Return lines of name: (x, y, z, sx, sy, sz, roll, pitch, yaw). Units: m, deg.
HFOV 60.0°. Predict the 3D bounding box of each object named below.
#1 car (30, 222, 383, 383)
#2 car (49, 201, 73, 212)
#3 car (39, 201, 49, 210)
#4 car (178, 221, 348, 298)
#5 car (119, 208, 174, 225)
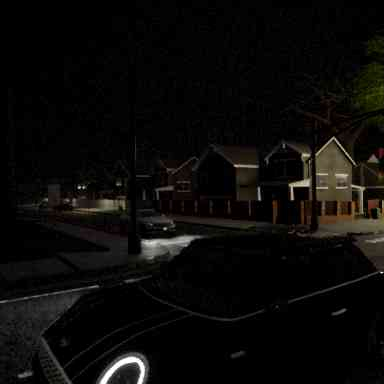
car: (0.570, 1.351, 4.078, 4.553, 1.767, 2.097, 0, 0, -35)
car: (-18.255, 1.984, 47.013, 2.128, 1.511, 4.902, -1, 0, -34)
car: (-24.231, 2.186, 55.542, 1.994, 1.385, 4.181, -1, 0, -35)
car: (2.114, 1.613, 9.172, 4.718, 1.301, 1.895, 1, -1, -35)
car: (-2.792, 1.718, 19.750, 1.812, 1.442, 4.674, -1, 0, -35)
